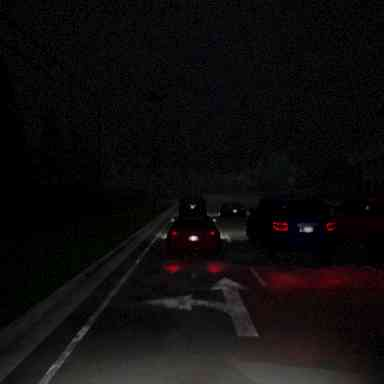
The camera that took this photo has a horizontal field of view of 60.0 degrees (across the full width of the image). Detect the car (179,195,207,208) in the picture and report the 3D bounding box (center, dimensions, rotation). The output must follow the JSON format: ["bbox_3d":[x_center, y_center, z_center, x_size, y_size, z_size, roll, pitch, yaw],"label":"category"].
[{"bbox_3d":[0.062,1.216,27.780,2.150,2.045,5.566,0,0,0],"label":"car"}]

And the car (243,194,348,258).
[{"bbox_3d":[3.564,1.220,12.821,2.150,2.045,5.566,0,0,0],"label":"car"}]

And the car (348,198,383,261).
[{"bbox_3d":[7.060,1.219,12.329,2.150,2.045,5.566,0,0,0],"label":"car"}]

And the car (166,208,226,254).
[{"bbox_3d":[0.066,1.559,13.367,1.994,1.385,4.181,0,0,0],"label":"car"}]

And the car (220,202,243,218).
[{"bbox_3d":[3.572,1.556,29.624,1.994,1.385,4.181,0,0,0],"label":"car"}]

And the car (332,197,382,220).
[{"bbox_3d":[14.066,1.343,28.662,2.097,1.767,4.553,0,0,0],"label":"car"}]

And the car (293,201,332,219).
[{"bbox_3d":[10.572,1.556,29.471,1.994,1.385,4.181,0,0,0],"label":"car"}]

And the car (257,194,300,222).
[{"bbox_3d":[7.062,1.216,27.763,2.150,2.045,5.566,0,0,1],"label":"car"}]
